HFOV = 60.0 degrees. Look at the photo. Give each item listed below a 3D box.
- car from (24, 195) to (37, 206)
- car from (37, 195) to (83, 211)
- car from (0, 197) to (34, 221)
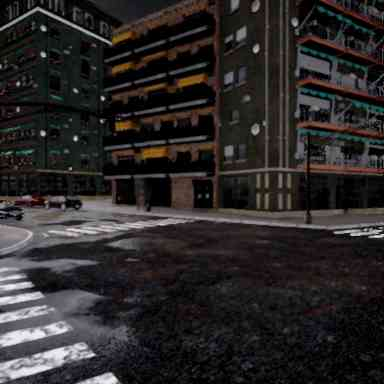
[{"bbox_3d":[-16.638,0.923,34.435,4.206,1.307,1.802,1,0,35],"label":"car"},{"bbox_3d":[-12.112,1.009,31.266,4.403,1.369,2.008,1,0,35],"label":"car"},{"bbox_3d":[-12.419,1.108,21.252,4.403,1.369,2.008,1,0,35],"label":"car"}]
